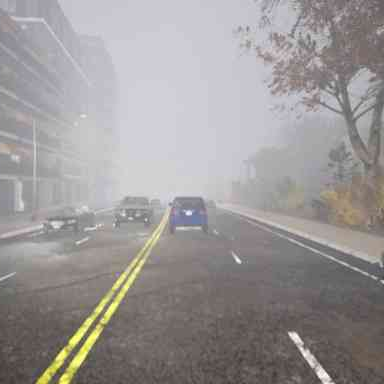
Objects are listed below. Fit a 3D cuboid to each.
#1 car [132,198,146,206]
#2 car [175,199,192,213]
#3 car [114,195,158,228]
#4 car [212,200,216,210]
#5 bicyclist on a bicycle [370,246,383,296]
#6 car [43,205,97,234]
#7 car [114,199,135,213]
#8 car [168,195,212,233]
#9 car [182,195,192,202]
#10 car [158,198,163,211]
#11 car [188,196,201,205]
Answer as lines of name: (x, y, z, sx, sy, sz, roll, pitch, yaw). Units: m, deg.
car: (-8.933, 1.686, 56.508, 1.895, 1.301, 4.718, 0, 0, -5)
car: (-1.064, 1.548, 38.508, 1.812, 1.442, 4.674, 0, 0, -3)
car: (-3.782, 1.240, 22.735, 2.150, 2.045, 5.566, 0, 0, -2)
car: (1.944, 1.567, 42.526, 2.033, 1.411, 5.357, 0, 0, -4)
bicyclist on a bicycle: (4.080, 1.374, 6.689, 0.659, 1.776, 1.843, 0, 0, -1)
car: (-6.934, 1.511, 19.322, 2.128, 1.511, 4.902, 0, 0, -2)
car: (-7.766, 1.554, 38.551, 1.812, 1.442, 4.674, 0, 0, -3)
car: (-0.250, 1.236, 20.105, 2.150, 2.045, 5.566, 0, 0, -2)
car: (-1.249, 1.544, 77.736, 1.812, 1.442, 4.674, 0, 0, -7)
car: (-4.718, 1.531, 42.040, 1.837, 1.490, 4.892, 0, 0, -3)
car: (0.426, 1.500, 62.019, 1.882, 1.535, 5.008, 0, 0, -5)
